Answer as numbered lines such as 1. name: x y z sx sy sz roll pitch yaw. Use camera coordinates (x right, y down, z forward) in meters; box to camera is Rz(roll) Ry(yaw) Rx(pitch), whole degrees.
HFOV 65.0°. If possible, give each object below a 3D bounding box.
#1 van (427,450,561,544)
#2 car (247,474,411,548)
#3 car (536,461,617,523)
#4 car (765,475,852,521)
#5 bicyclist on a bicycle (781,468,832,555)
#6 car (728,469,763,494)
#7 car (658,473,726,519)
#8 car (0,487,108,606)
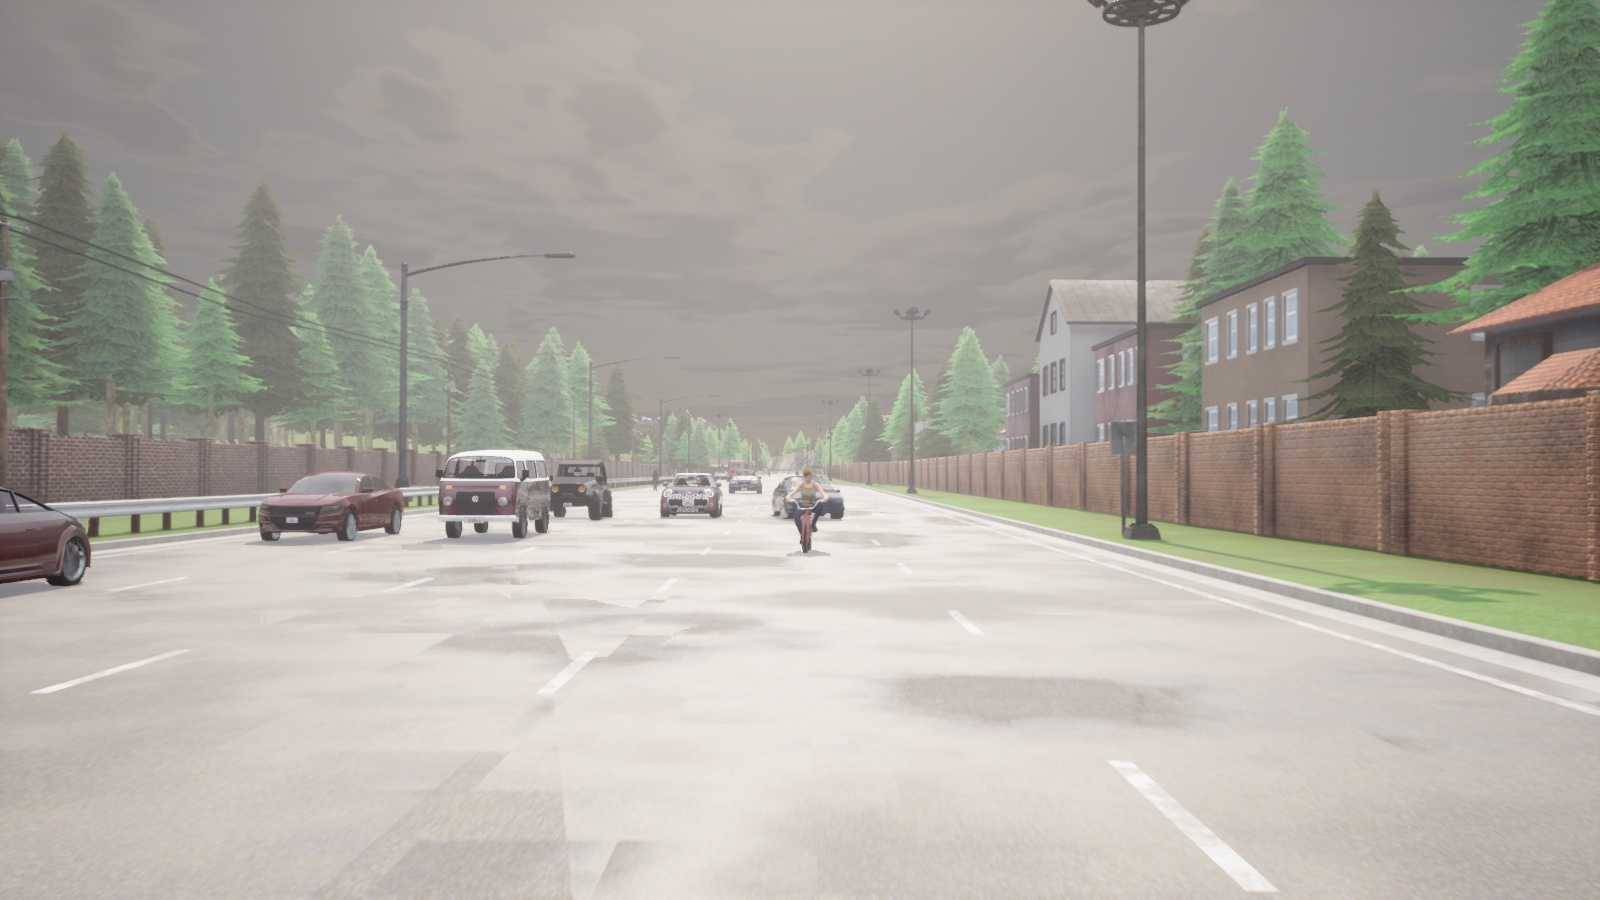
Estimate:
1. van: -7.074 1.061 29.532 2.069 2.038 4.480 0 -1 0
2. car: -10.571 1.314 28.634 1.882 1.535 5.008 0 -1 0
3. car: -7.100 1.311 40.171 1.905 1.878 3.866 0 -1 0
4. car: 0.197 1.564 41.946 2.033 1.411 5.357 0 -1 -9
5. bicyclist on a bicycle: 0.142 1.155 24.136 0.866 1.612 1.509 0 -1 4
6. car: -3.714 2.119 86.339 2.242 1.667 4.611 0 -1 0
7. car: -3.605 1.503 42.333 1.970 1.475 3.806 0 -1 0
8. car: -10.538 1.176 15.236 1.994 1.385 4.181 0 -1 0
